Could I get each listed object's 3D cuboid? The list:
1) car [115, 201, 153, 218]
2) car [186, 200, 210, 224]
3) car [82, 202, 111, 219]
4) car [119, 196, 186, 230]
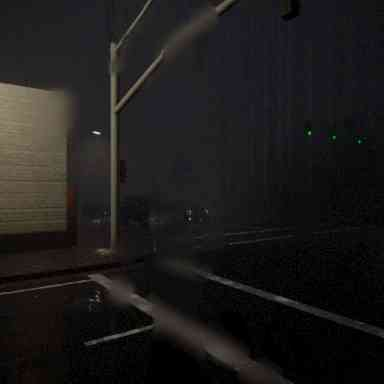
[{"bbox_3d":[-5.680,1.619,32.121,1.994,1.385,4.181,0,0,-35],"label":"car"},{"bbox_3d":[-0.663,1.407,25.091,2.097,1.767,4.553,0,0,-35],"label":"car"},{"bbox_3d":[-8.494,1.619,30.047,1.994,1.385,4.181,0,0,-35],"label":"car"},{"bbox_3d":[-3.032,1.277,22.379,2.150,2.045,5.566,0,0,-36],"label":"car"}]
